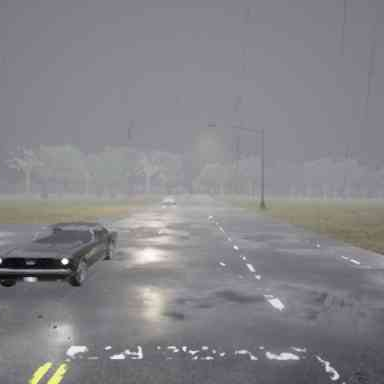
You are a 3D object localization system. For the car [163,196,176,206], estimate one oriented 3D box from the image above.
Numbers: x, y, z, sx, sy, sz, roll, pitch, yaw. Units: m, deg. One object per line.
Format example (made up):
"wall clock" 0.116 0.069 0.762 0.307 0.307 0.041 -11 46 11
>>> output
"car" -3.611 1.379 52.649 1.812 1.442 4.674 0 0 0

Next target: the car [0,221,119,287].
"car" -3.502 1.566 9.418 1.895 1.301 4.718 0 1 0
